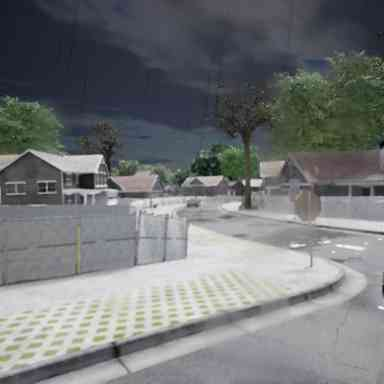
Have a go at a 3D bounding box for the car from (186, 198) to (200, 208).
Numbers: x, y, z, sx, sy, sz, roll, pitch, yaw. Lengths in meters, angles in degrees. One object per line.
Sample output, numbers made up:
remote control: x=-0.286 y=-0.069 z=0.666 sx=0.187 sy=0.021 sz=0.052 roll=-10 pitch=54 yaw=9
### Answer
car: x=0.248 y=1.790 z=55.070 sx=1.837 sy=1.490 sz=4.892 roll=-2 pitch=0 yaw=7

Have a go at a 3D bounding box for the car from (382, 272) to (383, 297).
car: x=5.823 y=1.488 z=6.669 sx=4.902 sy=1.511 sz=2.128 roll=2 pitch=-2 yaw=-31
